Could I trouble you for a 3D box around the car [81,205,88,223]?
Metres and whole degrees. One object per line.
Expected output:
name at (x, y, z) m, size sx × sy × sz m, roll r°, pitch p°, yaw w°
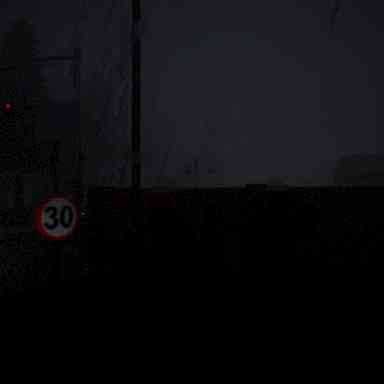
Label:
car at (-6.981, 1.501, 25.043) m, size 2.128 × 1.511 × 4.902 m, roll 0°, pitch 0°, yaw 34°
